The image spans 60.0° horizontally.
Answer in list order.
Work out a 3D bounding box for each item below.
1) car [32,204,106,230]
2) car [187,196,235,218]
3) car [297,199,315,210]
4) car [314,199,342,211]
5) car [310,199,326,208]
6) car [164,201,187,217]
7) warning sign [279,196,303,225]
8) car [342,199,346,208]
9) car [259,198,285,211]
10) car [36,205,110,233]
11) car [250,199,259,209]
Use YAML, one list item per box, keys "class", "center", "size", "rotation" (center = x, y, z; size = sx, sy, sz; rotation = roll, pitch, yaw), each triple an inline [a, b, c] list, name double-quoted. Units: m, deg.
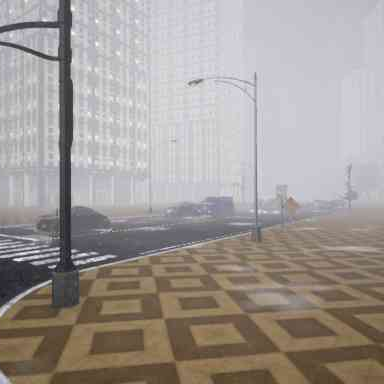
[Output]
- class: "car"
  center: [-8.419, 1.663, 23.172]
  size: [1.812, 1.442, 4.674]
  rotation: [0, 0, 34]
- class: "car"
  center: [2.268, 1.439, 33.063]
  size: [2.150, 2.045, 5.566]
  rotation: [0, -1, 34]
- class: "car"
  center: [16.286, 1.923, 47.999]
  size: [1.895, 1.301, 4.718]
  rotation: [0, -1, 32]
- class: "car"
  center: [18.796, 1.852, 45.886]
  size: [2.033, 1.411, 5.357]
  rotation: [0, 0, 31]
- class: "car"
  center: [21.466, 1.902, 56.514]
  size: [1.812, 1.442, 4.674]
  rotation: [0, 0, 31]
- class: "car"
  center: [-0.859, 1.716, 34.243]
  size: [2.128, 1.511, 4.902]
  rotation: [0, -1, 34]
- class: "warning sign"
  center: [6.824, 1.251, 22.958]
  size: [1.300, 1.860, 1.060]
  rotation: [0, 0, 34]
- class: "car"
  center: [24.191, 1.839, 54.740]
  size: [1.882, 1.535, 5.008]
  rotation: [0, 0, 31]
- class: "car"
  center: [11.598, 1.668, 46.915]
  size: [2.097, 1.767, 4.553]
  rotation: [0, 0, 33]
- class: "car"
  center: [-6.887, 1.673, 19.656]
  size: [1.994, 1.385, 4.181]
  rotation: [0, -1, 34]
- class: "car"
  center: [10.594, 1.843, 51.297]
  size: [2.128, 1.511, 4.902]
  rotation: [0, -1, 32]
